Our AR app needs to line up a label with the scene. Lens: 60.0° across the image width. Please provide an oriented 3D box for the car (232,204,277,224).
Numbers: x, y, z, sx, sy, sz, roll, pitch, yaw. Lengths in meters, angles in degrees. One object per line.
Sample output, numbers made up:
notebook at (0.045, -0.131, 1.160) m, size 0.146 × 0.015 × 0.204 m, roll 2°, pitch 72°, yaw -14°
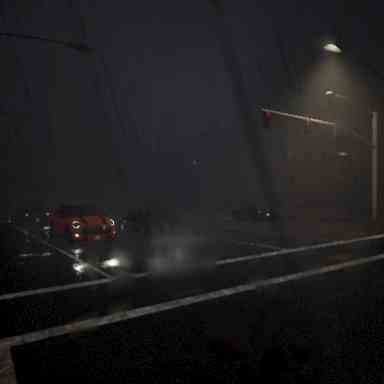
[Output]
car at (4.664, 1.581, 25.196) m, size 1.994 × 1.385 × 4.181 m, roll 0°, pitch -1°, yaw -18°

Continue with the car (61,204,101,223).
car at (-9.345, 1.752, 27.765) m, size 1.895 × 1.301 × 4.718 m, roll 0°, pitch 0°, yaw -35°

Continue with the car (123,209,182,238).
car at (-2.323, 1.592, 17.876) m, size 1.994 × 1.385 × 4.181 m, roll 0°, pitch 0°, yaw -35°

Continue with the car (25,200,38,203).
car at (-22.011, 1.945, 45.767) m, size 1.837 × 1.490 × 4.892 m, roll 0°, pitch -1°, yaw -35°

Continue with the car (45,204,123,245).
car at (-5.357, 1.397, 16.101) m, size 2.097 × 1.767 × 4.553 m, roll 0°, pitch 0°, yaw -35°

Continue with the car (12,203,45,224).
car at (-12.747, 1.783, 26.512) m, size 1.895 × 1.301 × 4.718 m, roll 0°, pitch -1°, yaw -35°

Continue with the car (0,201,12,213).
car at (-25.022, 1.949, 43.969) m, size 2.128 × 1.511 × 4.902 m, roll 0°, pitch -1°, yaw -35°
